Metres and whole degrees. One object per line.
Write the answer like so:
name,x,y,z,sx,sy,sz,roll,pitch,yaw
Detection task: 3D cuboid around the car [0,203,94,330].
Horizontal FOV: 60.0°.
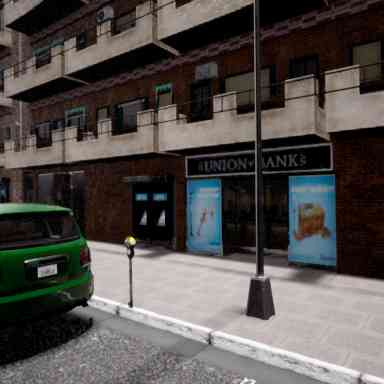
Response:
car,-4.247,1.227,6.360,5.566,2.045,2.150,0,0,36
